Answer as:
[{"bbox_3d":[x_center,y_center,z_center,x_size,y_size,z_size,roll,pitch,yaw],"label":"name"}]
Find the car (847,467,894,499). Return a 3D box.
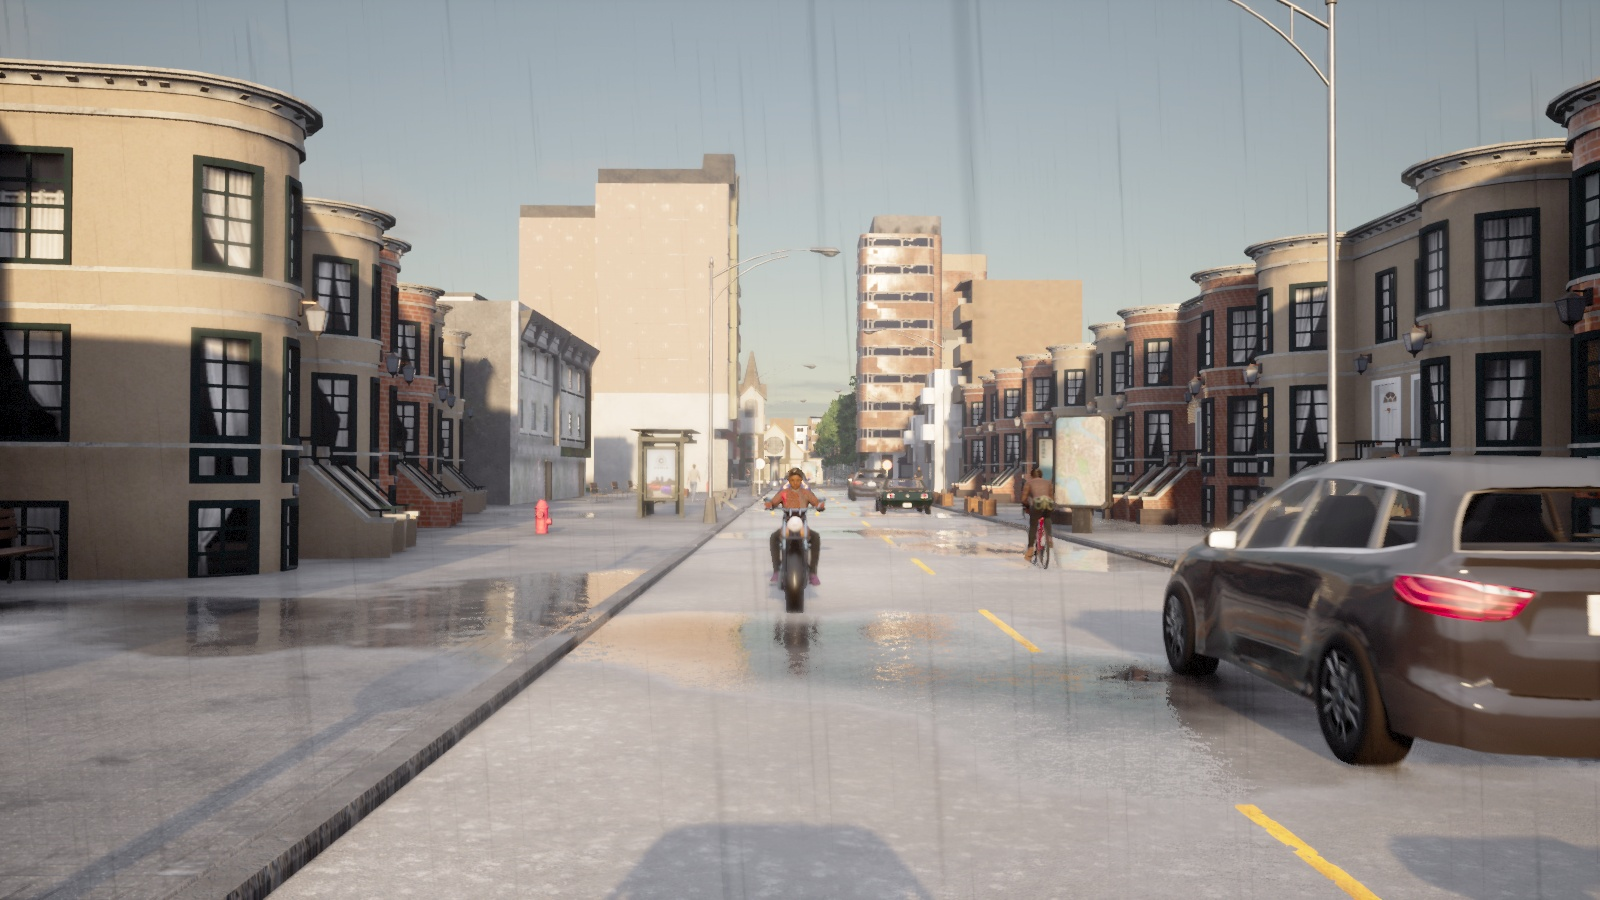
[{"bbox_3d":[3.776,1.779,67.764,2.242,1.667,4.611,0,-1,0],"label":"car"}]

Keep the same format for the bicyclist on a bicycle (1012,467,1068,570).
[{"bbox_3d":[3.932,1.098,20.683,0.582,1.620,1.656,0,-1,0],"label":"bicyclist on a bicycle"}]

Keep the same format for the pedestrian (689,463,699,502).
[{"bbox_3d":[-4.972,1.528,58.753,0.354,1.836,0.706,0,-1,3],"label":"pedestrian"}]

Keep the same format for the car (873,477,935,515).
[{"bbox_3d":[3.848,1.690,47.181,1.895,1.301,4.718,0,-1,0],"label":"car"}]

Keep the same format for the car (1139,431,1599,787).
[{"bbox_3d":[3.972,0.781,8.217,2.242,1.667,4.611,0,-1,0],"label":"car"}]

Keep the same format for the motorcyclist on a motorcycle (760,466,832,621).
[{"bbox_3d":[-0.049,1.009,14.562,0.766,1.649,2.350,0,-1,0],"label":"motorcyclist on a motorcycle"}]
